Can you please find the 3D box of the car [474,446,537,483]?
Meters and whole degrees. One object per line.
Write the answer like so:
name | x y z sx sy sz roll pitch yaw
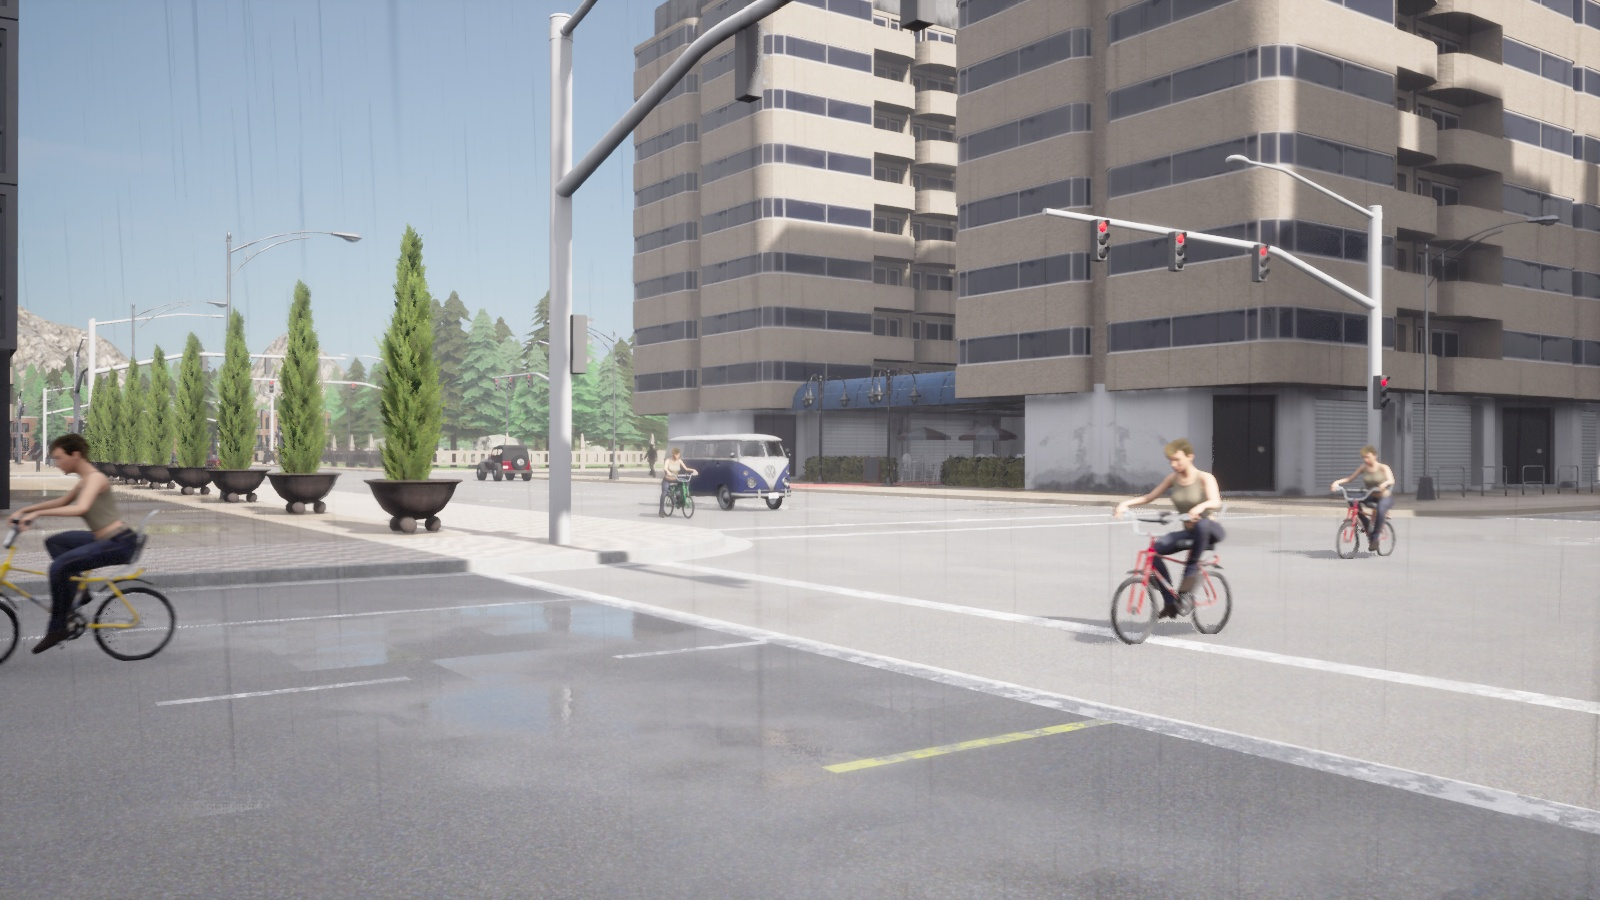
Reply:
car | -15.399 0.734 65.583 1.905 1.878 3.866 0 0 -34

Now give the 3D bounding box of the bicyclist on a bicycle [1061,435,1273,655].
bicyclist on a bicycle | 2.935 0.700 10.018 1.509 1.612 0.866 0 0 -35

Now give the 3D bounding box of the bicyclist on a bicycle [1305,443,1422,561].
bicyclist on a bicycle | 8.023 0.708 17.875 1.509 1.612 0.866 0 0 -35

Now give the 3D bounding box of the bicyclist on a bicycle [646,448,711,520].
bicyclist on a bicycle | -2.792 0.758 28.742 0.866 1.612 1.509 0 0 -35

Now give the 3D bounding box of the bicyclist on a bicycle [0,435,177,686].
bicyclist on a bicycle | -5.166 0.713 8.588 1.509 1.612 0.866 0 0 -35

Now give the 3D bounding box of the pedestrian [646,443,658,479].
pedestrian | -7.877 0.583 66.671 0.395 1.930 0.692 0 0 -28

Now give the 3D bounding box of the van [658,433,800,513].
van | -1.986 0.584 33.753 1.775 1.987 4.442 0 0 -35
